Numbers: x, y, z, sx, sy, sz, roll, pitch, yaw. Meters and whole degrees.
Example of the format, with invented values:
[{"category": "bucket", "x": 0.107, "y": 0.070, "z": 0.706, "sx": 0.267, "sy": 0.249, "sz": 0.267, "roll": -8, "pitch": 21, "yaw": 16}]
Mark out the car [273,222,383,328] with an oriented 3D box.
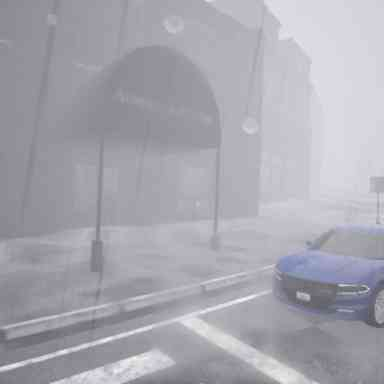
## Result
[{"category": "car", "x": 3.754, "y": 1.463, "z": 7.235, "sx": 5.008, "sy": 1.535, "sz": 1.882, "roll": -1, "pitch": 0, "yaw": -41}]
